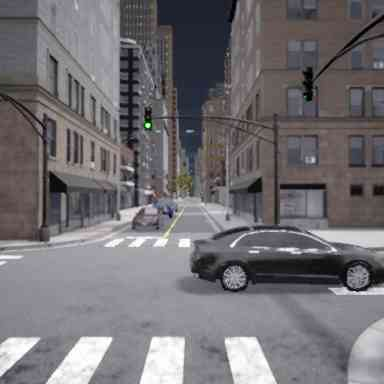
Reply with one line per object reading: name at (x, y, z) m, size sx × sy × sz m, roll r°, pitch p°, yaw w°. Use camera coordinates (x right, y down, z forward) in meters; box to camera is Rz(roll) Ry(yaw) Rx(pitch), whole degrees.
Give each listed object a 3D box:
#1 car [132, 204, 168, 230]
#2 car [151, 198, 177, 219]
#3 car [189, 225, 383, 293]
car at (-3.088, 1.835, 24.045) m, size 1.812 × 1.442 × 4.674 m, roll 0°, pitch -1°, yaw 1°
car at (-3.092, 1.679, 35.357) m, size 2.150 × 2.045 × 5.566 m, roll 0°, pitch -1°, yaw -1°
car at (2.371, 1.630, 8.608) m, size 4.892 × 1.490 × 1.837 m, roll 0°, pitch -1°, yaw 0°
